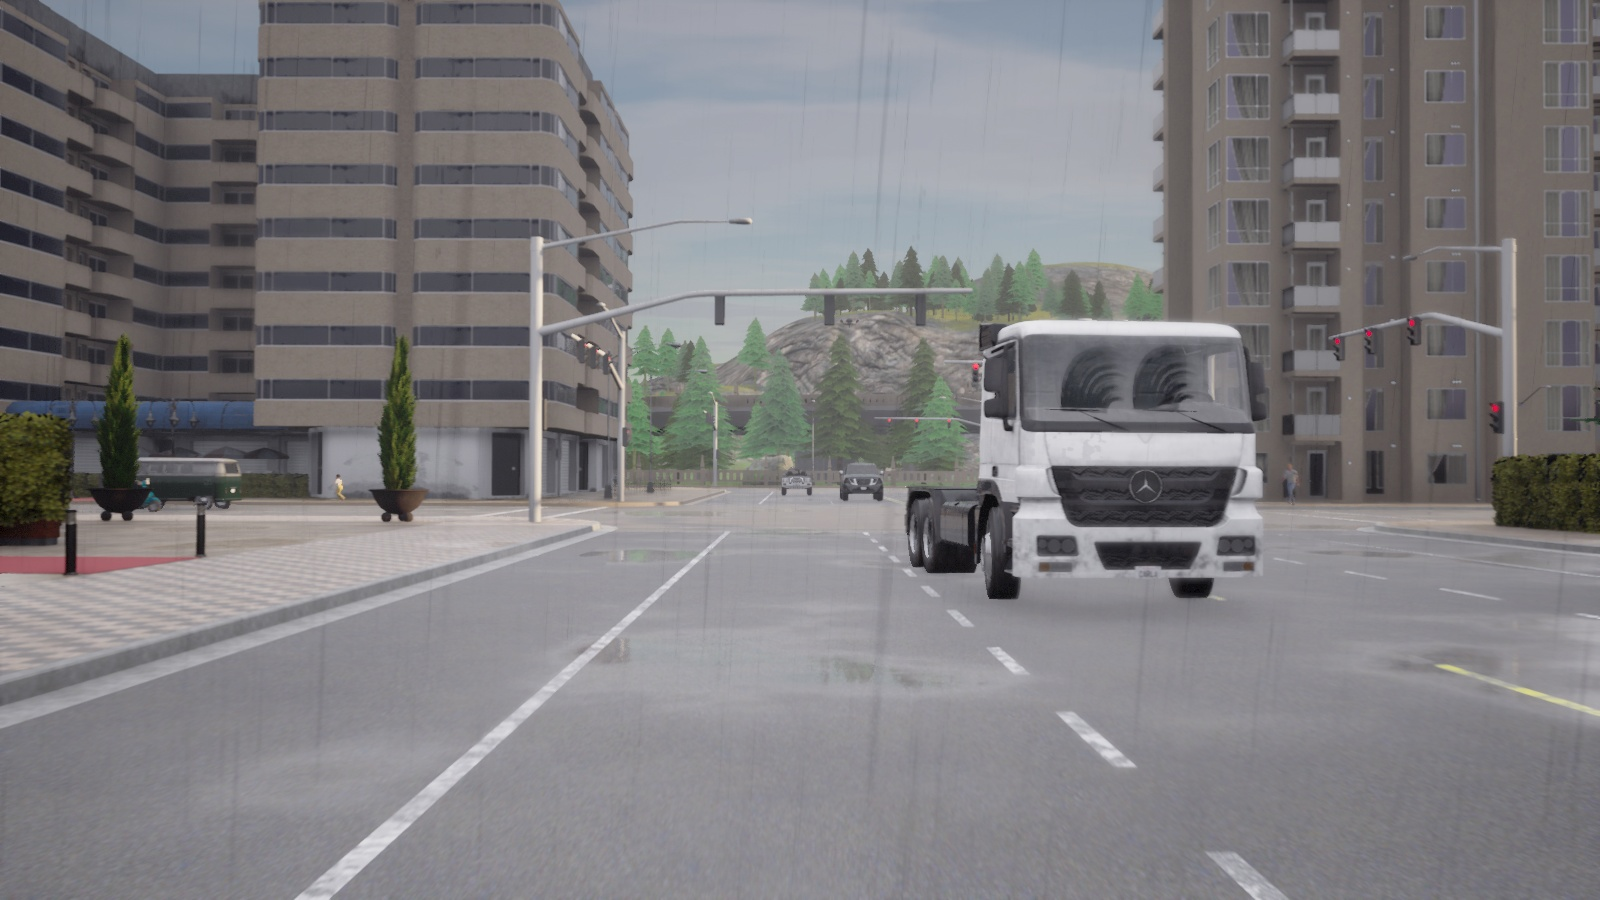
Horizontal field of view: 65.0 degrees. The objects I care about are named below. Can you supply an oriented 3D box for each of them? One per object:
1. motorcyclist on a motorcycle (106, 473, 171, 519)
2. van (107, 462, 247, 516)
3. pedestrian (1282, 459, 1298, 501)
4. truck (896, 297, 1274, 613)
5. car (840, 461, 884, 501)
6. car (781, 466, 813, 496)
[{"bbox_3d":[-23.364,1.607,44.360,1.817,1.590,0.866,0,-1,0],"label":"motorcyclist on a motorcycle"},{"bbox_3d":[-23.684,1.466,47.866,4.442,1.987,1.775,0,-1,0],"label":"van"},{"bbox_3d":[21.331,1.306,54.645,0.706,1.836,0.354,1,-1,-39],"label":"pedestrian"},{"bbox_3d":[3.467,0.118,17.827,2.891,3.462,7.936,0,-1,-5],"label":"truck"},{"bbox_3d":[3.334,1.673,68.623,2.150,2.045,5.566,0,-1,0],"label":"car"},{"bbox_3d":[-0.195,1.987,80.620,1.932,1.855,4.605,0,-1,0],"label":"car"}]
